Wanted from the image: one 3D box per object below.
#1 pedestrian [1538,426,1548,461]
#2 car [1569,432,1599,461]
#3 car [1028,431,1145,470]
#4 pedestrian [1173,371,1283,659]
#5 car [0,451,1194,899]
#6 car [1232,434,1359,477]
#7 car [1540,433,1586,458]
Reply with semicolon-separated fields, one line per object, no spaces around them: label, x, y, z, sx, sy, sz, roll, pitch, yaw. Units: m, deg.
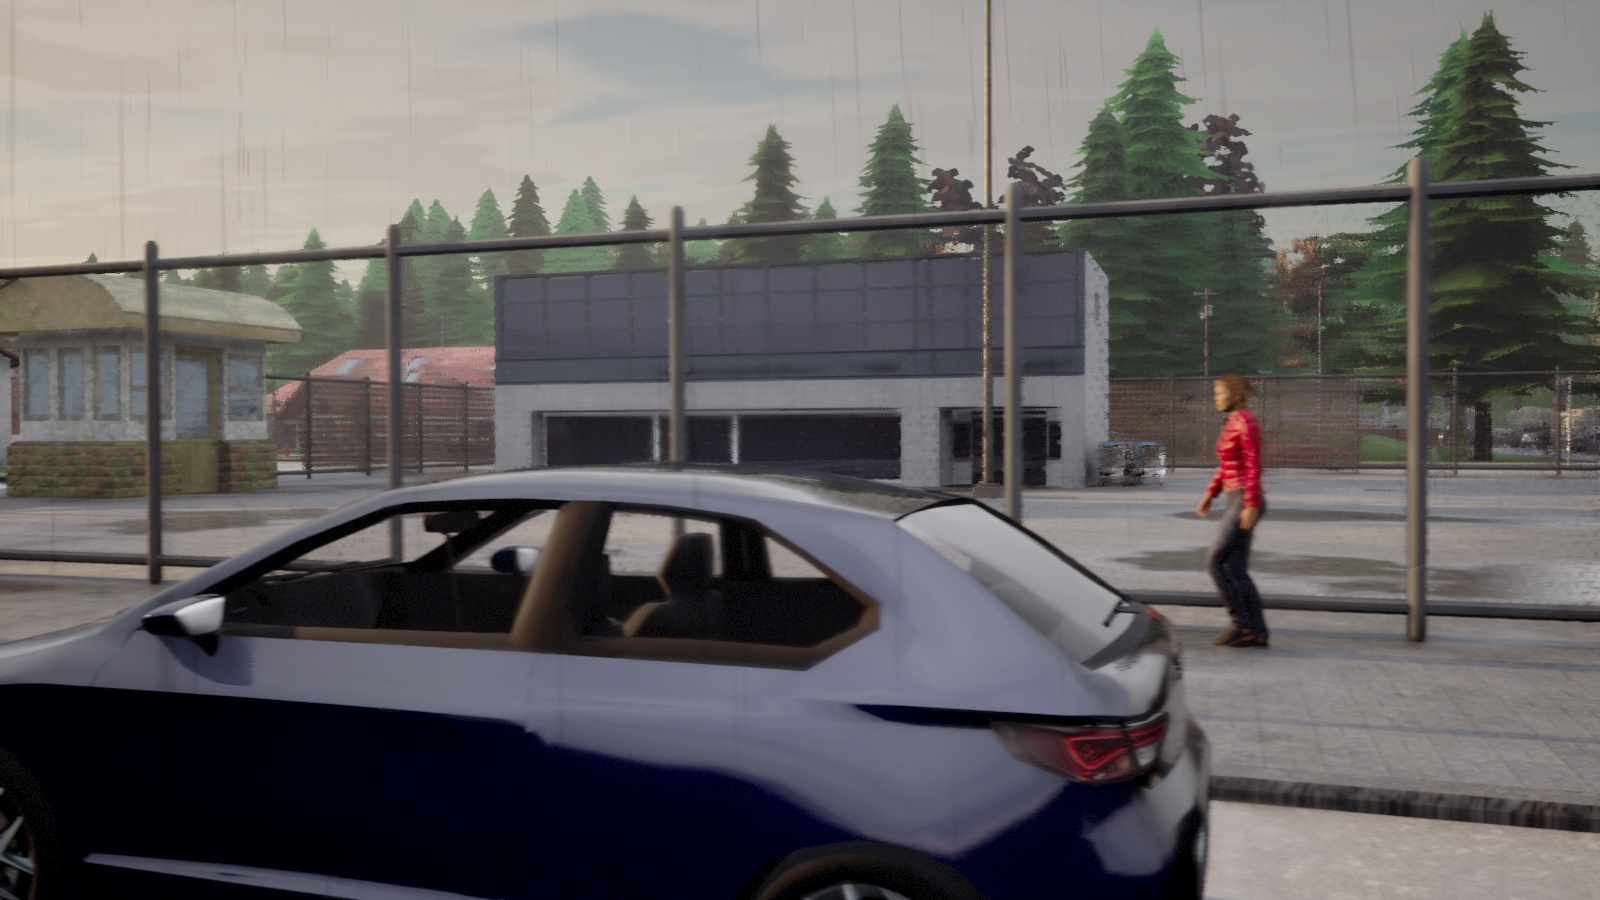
pedestrian;38.726;-0.366;65.441;0.328;1.805;0.869;1;1;23
car;46.940;-0.248;73.741;2.033;1.649;4.856;1;1;19
car;11.823;-0.011;51.768;4.514;1.525;2.007;1;1;19
pedestrian;2.809;0.414;8.267;0.636;1.846;0.331;0;1;12
car;-0.984;0.772;4.018;4.193;1.474;1.816;1;1;20
car;17.874;0.178;45.515;4.193;1.474;1.816;1;1;19
car;49.655;-0.318;81.794;1.789;1.549;3.705;1;1;19
